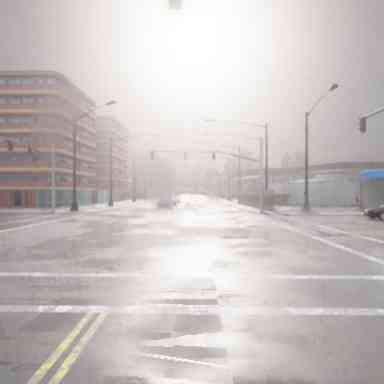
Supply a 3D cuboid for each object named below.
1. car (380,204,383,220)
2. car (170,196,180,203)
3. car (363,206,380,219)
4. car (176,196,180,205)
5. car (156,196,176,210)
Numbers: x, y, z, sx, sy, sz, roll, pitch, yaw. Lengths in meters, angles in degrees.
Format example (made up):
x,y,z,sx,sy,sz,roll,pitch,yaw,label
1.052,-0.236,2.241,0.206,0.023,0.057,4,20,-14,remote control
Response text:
x,y,z,sx,sy,sz,roll,pitch,yaw,label
16.401,1.541,23.642,4.674,1.442,1.812,0,0,1,car
-3.415,1.565,69.000,1.812,1.442,4.674,0,0,0,car
16.641,1.522,27.140,4.892,1.490,1.837,0,0,0,car
-3.499,1.524,54.829,2.128,1.511,4.902,0,0,0,car
-3.527,1.503,43.504,1.882,1.535,5.008,0,0,0,car
